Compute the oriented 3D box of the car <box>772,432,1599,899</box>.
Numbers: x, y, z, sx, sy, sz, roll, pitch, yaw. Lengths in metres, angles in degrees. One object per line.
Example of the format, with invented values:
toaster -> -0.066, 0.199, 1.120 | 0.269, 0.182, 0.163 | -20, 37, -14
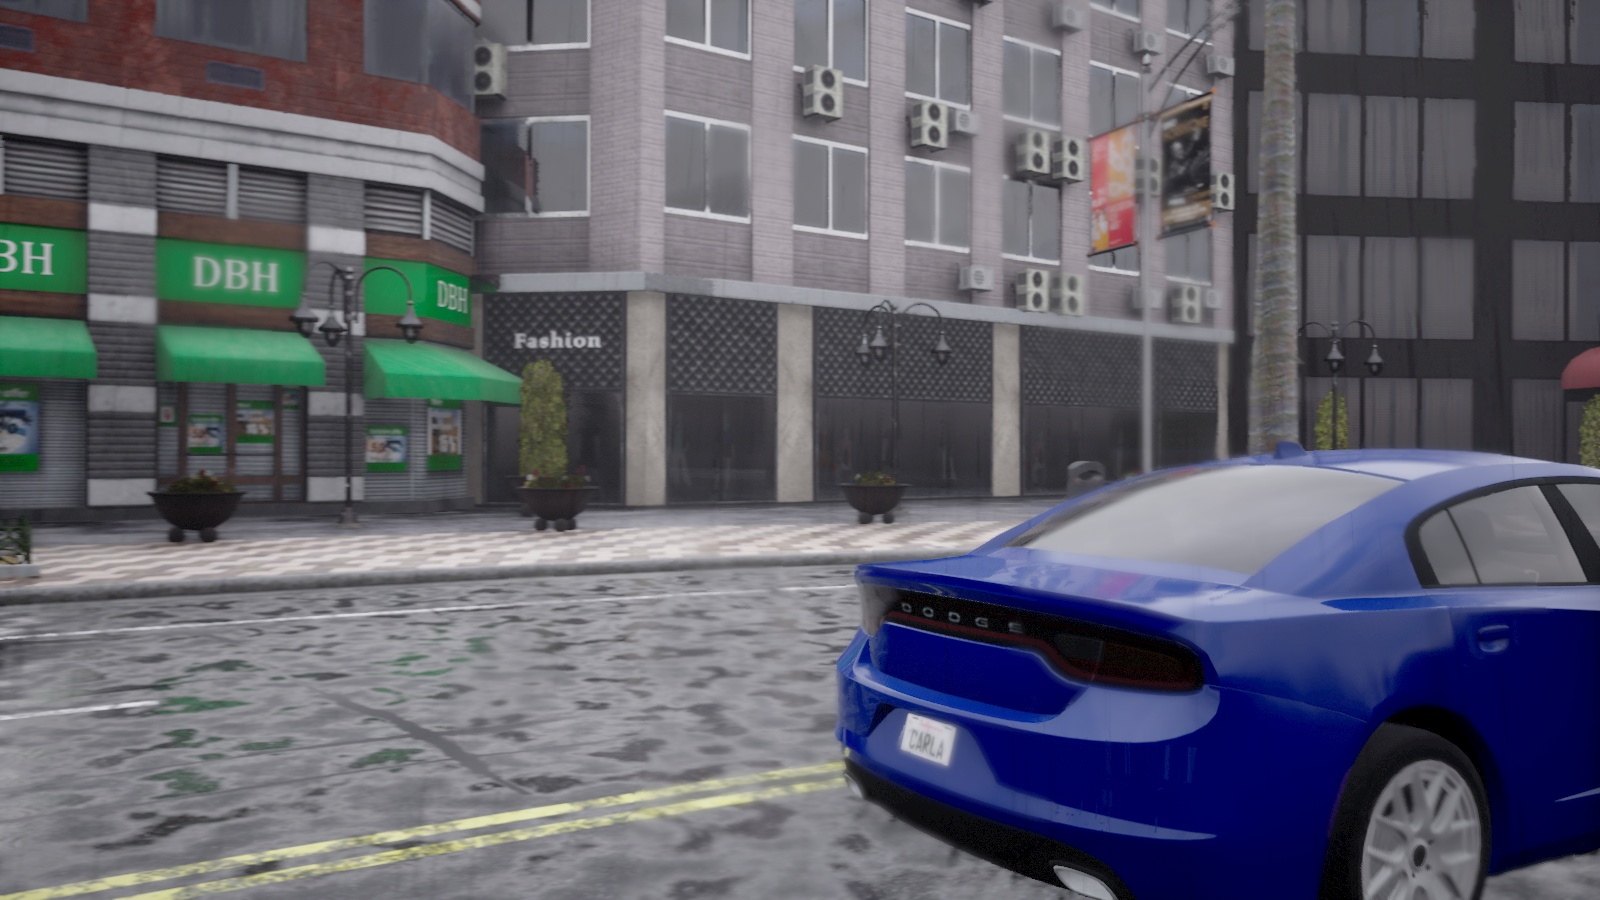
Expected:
car -> 2.537, 0.727, 5.069 | 5.008, 1.535, 1.882 | 0, 0, -30
